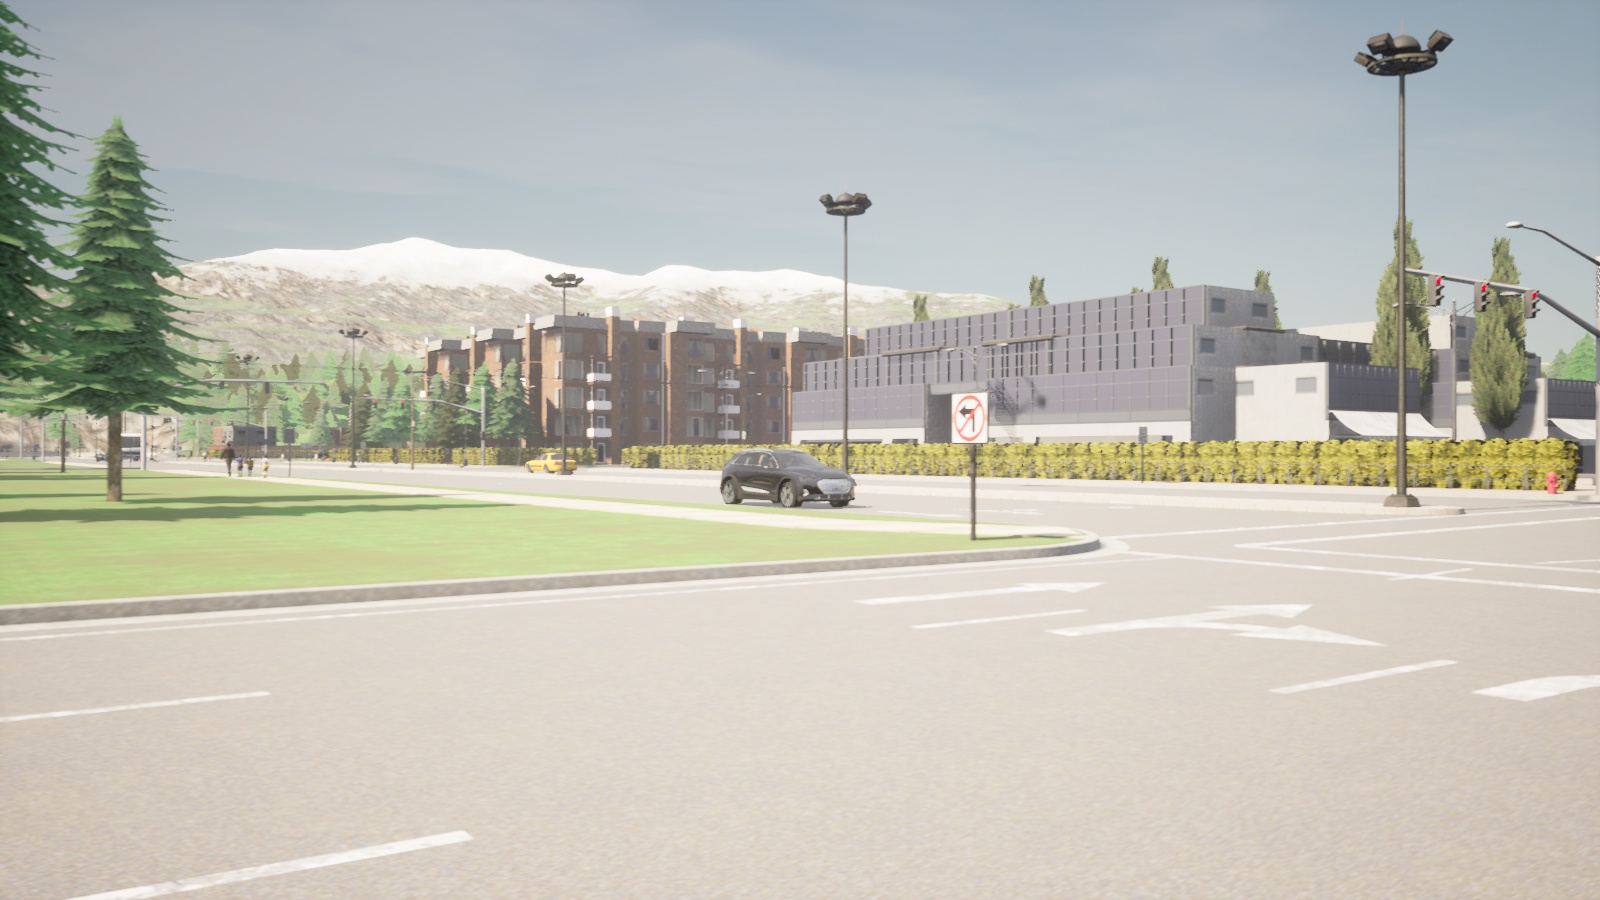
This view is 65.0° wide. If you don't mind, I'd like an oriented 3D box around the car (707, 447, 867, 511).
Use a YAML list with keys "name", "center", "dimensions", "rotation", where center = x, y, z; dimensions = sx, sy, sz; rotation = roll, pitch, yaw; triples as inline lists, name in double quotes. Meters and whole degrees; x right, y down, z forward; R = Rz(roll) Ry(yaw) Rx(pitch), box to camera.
- name: "car"
  center: [-0.455, 0.762, 35.065]
  dimensions: [2.033, 1.649, 4.856]
  rotation: [0, 0, -36]

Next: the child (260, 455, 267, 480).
- name: "child"
  center: [-26.746, 0.874, 62.592]
  dimensions: [0.270, 1.263, 0.437]
  rotation: [0, 0, -33]

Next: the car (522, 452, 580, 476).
- name: "car"
  center: [-16.727, 0.925, 84.037]
  dimensions: [1.801, 1.575, 5.366]
  rotation: [0, 0, -35]

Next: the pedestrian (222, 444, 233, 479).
- name: "pedestrian"
  center: [-30.816, 0.615, 67.630]
  dimensions: [0.431, 1.840, 0.703]
  rotation: [0, 0, -35]
